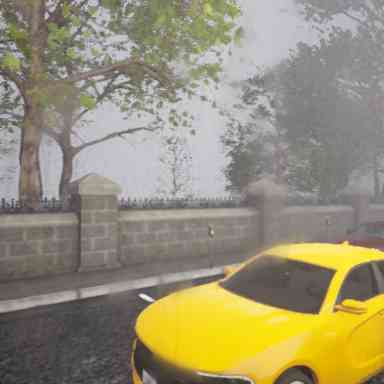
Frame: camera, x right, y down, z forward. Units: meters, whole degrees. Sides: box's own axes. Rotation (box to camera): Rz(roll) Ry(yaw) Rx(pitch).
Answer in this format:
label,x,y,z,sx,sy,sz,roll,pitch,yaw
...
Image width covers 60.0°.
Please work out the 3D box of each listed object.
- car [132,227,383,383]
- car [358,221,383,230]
label,x,y,z,sx,sy,sz,roll,pitch,yaw
car,1.644,1.502,4.535,5.008,1.535,1.882,0,0,-35
car,6.223,1.654,10.983,4.206,1.307,1.802,0,0,-35
